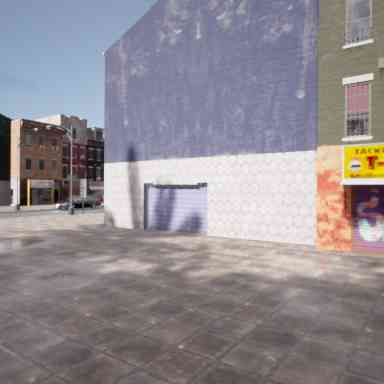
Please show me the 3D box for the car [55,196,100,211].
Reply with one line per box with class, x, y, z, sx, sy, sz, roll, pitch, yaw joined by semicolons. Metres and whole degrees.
car;-11.973;1.172;35.027;2.128;1.511;4.902;1;1;36
